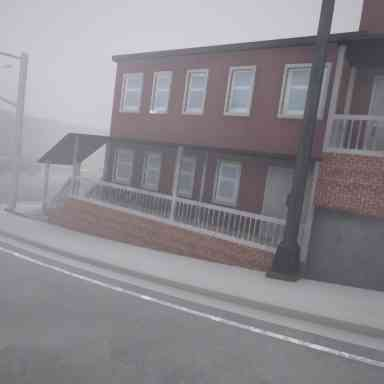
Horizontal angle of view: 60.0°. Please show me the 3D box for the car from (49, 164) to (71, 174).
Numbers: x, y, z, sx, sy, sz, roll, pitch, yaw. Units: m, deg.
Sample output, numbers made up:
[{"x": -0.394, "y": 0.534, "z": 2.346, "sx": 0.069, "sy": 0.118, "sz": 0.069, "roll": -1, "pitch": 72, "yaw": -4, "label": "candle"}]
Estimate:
[{"x": -15.846, "y": -3.029, "z": 42.389, "sx": 1.837, "sy": 1.490, "sz": 4.892, "roll": 11, "pitch": 7, "yaw": 35, "label": "car"}]

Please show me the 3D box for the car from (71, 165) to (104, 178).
[{"x": -12.076, "y": -2.493, "z": 41.705, "sx": 1.882, "sy": 1.535, "sz": 5.008, "roll": 11, "pitch": 7, "yaw": 35, "label": "car"}]

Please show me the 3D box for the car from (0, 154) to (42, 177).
[{"x": -18.015, "y": -2.752, "z": 33.389, "sx": 2.150, "sy": 2.045, "sz": 5.566, "roll": 11, "pitch": 7, "yaw": 36, "label": "car"}]
